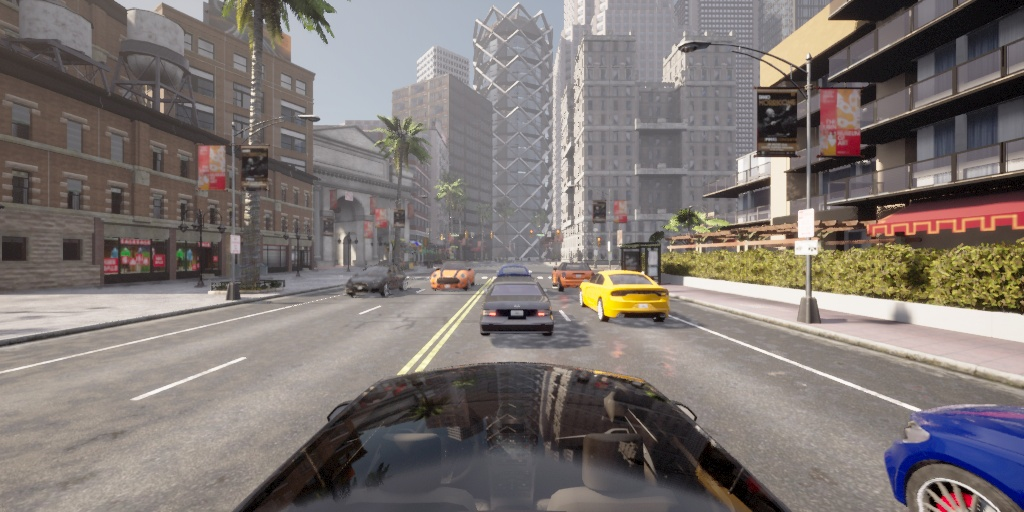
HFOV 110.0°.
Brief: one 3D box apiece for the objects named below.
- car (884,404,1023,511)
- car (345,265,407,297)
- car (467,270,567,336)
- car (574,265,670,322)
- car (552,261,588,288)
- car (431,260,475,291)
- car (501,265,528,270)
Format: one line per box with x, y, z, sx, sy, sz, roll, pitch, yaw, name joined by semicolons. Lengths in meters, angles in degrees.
3.663;1.276;0.631;1.812;1.442;4.674;0;0;-1;car
-7.044;1.257;19.067;1.837;1.490;4.892;0;-1;0;car
0.108;1.297;10.386;2.033;1.411;5.357;0;0;0;car
3.614;1.228;12.358;1.882;1.535;5.008;0;0;0;car
3.617;1.102;21.572;2.097;1.767;4.553;0;0;0;car
-3.518;1.101;22.008;2.097;1.767;4.553;0;0;1;car
0.116;1.228;20.173;1.882;1.535;5.008;0;0;0;car
